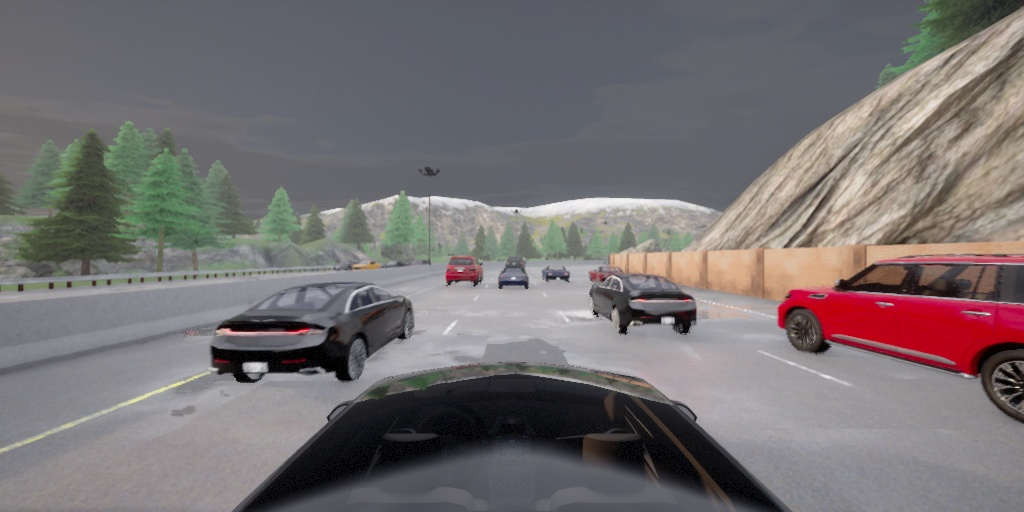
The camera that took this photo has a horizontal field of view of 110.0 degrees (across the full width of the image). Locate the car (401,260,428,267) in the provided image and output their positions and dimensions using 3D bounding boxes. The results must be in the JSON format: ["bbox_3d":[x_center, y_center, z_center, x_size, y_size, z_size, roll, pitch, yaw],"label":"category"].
[{"bbox_3d":[-12.930,1.285,49.516,2.097,1.767,4.553,0,0,9],"label":"car"}]

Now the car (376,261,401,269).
[{"bbox_3d":[-16.426,1.412,49.810,1.882,1.535,5.008,0,0,9],"label":"car"}]

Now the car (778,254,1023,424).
[{"bbox_3d":[7.099,0.988,5.732,2.150,2.045,5.566,0,0,0],"label":"car"}]

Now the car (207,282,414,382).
[{"bbox_3d":[-3.400,1.264,7.174,2.128,1.511,4.902,0,0,0],"label":"car"}]

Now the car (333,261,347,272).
[{"bbox_3d":[-23.319,1.431,50.987,2.128,1.511,4.902,0,0,9],"label":"car"}]

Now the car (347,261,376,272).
[{"bbox_3d":[-20.008,1.410,49.361,1.882,1.535,5.008,0,0,8],"label":"car"}]

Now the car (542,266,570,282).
[{"bbox_3d":[3.602,1.461,30.286,1.895,1.301,4.718,0,0,0],"label":"car"}]

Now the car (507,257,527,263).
[{"bbox_3d":[0.532,1.126,43.558,2.150,2.045,5.566,0,-1,6],"label":"car"}]

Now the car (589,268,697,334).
[{"bbox_3d":[3.600,1.277,10.701,2.128,1.511,4.902,0,0,0],"label":"car"}]

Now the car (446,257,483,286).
[{"bbox_3d":[-3.398,1.067,26.193,2.150,2.045,5.566,0,0,0],"label":"car"}]

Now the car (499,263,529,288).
[{"bbox_3d":[0.101,1.402,24.691,1.994,1.385,4.181,0,0,0],"label":"car"}]
